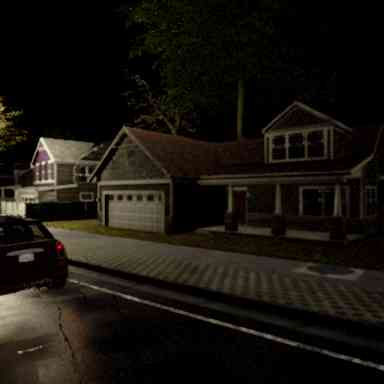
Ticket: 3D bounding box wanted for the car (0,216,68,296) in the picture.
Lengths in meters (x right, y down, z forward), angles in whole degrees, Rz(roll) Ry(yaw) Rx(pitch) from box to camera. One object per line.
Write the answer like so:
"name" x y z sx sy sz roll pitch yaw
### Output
"car" -5.012 1.352 8.050 4.553 1.767 2.097 0 0 39
